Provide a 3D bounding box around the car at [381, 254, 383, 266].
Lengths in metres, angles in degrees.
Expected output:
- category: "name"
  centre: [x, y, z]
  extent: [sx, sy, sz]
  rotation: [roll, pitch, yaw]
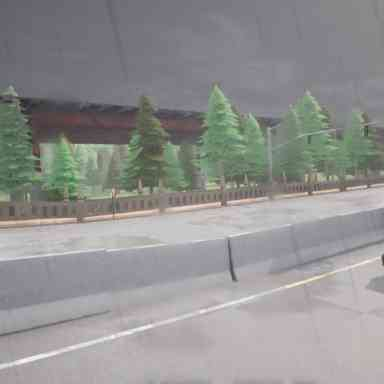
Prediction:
- category: "car"
  centre: [7.105, 1.272, 8.856]
  extent: [5.357, 1.411, 2.033]
  rotation: [-3, 2, -36]
